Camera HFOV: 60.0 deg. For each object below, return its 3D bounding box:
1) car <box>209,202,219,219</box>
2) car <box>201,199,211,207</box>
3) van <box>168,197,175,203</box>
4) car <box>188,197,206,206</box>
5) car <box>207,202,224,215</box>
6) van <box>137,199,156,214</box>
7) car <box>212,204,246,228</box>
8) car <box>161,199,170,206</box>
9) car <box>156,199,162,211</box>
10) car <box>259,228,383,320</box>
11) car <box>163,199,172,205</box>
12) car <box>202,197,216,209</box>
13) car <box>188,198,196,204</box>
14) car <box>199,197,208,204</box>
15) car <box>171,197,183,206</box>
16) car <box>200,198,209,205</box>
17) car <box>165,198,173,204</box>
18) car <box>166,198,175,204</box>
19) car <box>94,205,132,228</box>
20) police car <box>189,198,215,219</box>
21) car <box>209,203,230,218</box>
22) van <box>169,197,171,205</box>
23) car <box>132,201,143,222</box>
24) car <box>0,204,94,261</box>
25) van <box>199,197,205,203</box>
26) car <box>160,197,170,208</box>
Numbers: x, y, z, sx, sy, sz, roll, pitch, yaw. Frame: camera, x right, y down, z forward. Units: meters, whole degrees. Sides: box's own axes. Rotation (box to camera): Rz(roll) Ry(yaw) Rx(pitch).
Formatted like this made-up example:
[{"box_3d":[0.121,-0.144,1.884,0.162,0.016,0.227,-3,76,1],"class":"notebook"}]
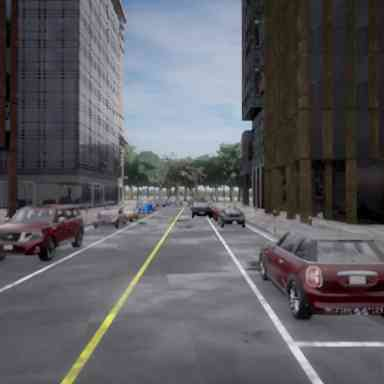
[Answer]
[{"box_3d":[2.777,1.824,29.240,1.887,1.381,4.507,0,-1,0],"class":"car"},{"box_3d":[2.795,2.179,67.471,1.752,1.417,4.829,0,-1,0],"class":"car"},{"box_3d":[-5.717,2.270,94.494,1.690,1.788,3.998,0,-1,0],"class":"van"},{"box_3d":[0.888,1.694,49.413,2.150,2.045,5.566,0,-1,0],"class":"car"},{"box_3d":[2.782,1.911,40.284,1.752,1.417,4.829,0,-1,0],"class":"car"},{"box_3d":[-5.743,1.725,40.121,1.690,1.788,3.998,0,-1,0],"class":"van"},{"box_3d":[2.774,1.778,23.802,2.008,1.369,4.403,0,-1,0],"class":"car"},{"box_3d":[-5.728,2.230,72.573,1.752,1.417,4.829,0,-1,0],"class":"car"},{"box_3d":[-5.741,1.988,45.556,2.008,1.369,4.403,0,-1,0],"class":"car"},{"box_3d":[2.766,1.512,7.492,1.967,1.590,4.097,0,-1,0],"class":"car"},{"box_3d":[-5.725,2.328,78.179,1.947,1.339,4.313,0,-1,0],"class":"car"},{"box_3d":[2.790,1.859,56.428,2.192,1.841,5.009,0,-1,0],"class":"car"},{"box_3d":[0.042,2.261,84.569,1.994,1.385,4.181,0,-1,0],"class":"car"},{"box_3d":[2.803,2.132,83.615,2.192,1.841,5.009,0,-1,0],"class":"car"},{"box_3d":[-2.964,2.216,71.210,2.128,1.511,4.902,0,-1,0],"class":"car"},{"box_3d":[2.800,2.202,78.176,1.967,1.590,4.097,0,-1,0],"class":"car"},{"box_3d":[-5.722,2.341,83.447,1.752,1.417,4.829,0,-1,0],"class":"car"},{"box_3d":[-5.720,2.313,89.055,1.967,1.590,4.097,0,-1,0],"class":"car"},{"box_3d":[-5.751,1.809,23.806,1.802,1.307,4.206,0,-1,0],"class":"car"},{"box_3d":[0.917,1.746,33.494,1.930,1.638,5.238,0,-1,0],"class":"police car"},{"box_3d":[2.779,1.876,34.677,1.887,1.381,4.507,0,-1,0],"class":"car"},{"box_3d":[-5.730,1.993,67.307,1.690,1.788,3.998,0,-1,0],"class":"van"},{"box_3d":[-5.749,1.803,29.074,1.752,1.417,4.829,0,-1,0],"class":"car"},{"box_3d":[-5.757,1.438,12.934,2.192,1.841,5.009,0,-1,0],"class":"car"},{"box_3d":[2.808,2.270,94.489,1.690,1.788,3.998,0,-1,0],"class":"van"},{"box_3d":[-5.733,2.163,61.868,1.947,1.339,4.313,0,-1,0],"class":"car"}]
